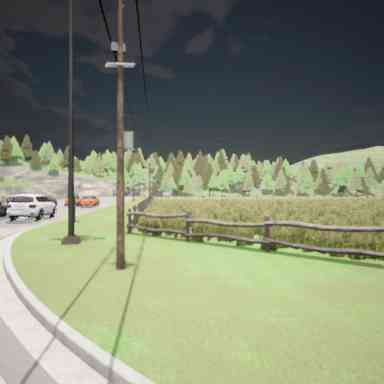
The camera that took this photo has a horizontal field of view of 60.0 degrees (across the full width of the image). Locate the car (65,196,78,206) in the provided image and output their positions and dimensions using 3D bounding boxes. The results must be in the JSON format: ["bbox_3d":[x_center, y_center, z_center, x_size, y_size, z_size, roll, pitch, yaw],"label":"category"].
[{"bbox_3d":[-19.264,1.356,54.630,2.097,1.767,4.553,0,0,-6],"label":"car"}]

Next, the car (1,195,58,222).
[{"bbox_3d":[-12.740,1.223,26.781,2.150,2.045,5.566,0,0,-6],"label":"car"}]

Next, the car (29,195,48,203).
[{"bbox_3d":[-31.385,1.314,68.166,1.882,1.535,5.008,0,0,-6],"label":"car"}]

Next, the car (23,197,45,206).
[{"bbox_3d":[-26.419,1.529,55.697,1.812,1.442,4.674,0,0,-6],"label":"car"}]

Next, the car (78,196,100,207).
[{"bbox_3d":[-15.249,1.355,50.040,2.097,1.767,4.553,0,0,-6],"label":"car"}]

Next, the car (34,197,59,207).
[{"bbox_3d":[-22.450,1.550,51.520,2.033,1.411,5.357,0,0,-6],"label":"car"}]

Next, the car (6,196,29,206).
[{"bbox_3d":[-30.268,1.481,57.806,1.882,1.535,5.008,0,0,-6],"label":"car"}]
